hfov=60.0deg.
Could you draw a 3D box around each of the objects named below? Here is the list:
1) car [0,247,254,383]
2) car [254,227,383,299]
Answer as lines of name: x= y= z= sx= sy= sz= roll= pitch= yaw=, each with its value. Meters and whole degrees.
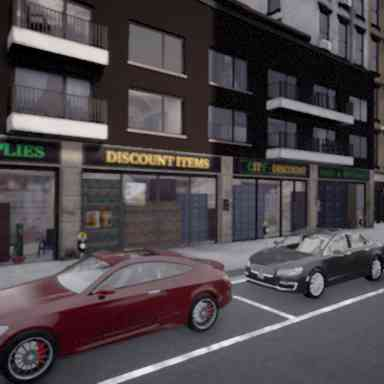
car: x=-1.202 y=1.601 z=5.333 sx=4.206 sy=1.307 sz=1.802 roll=1 pitch=0 yaw=-36
car: x=3.283 y=1.622 z=8.535 sx=4.403 sy=1.369 sz=2.008 roll=1 pitch=0 yaw=-36
